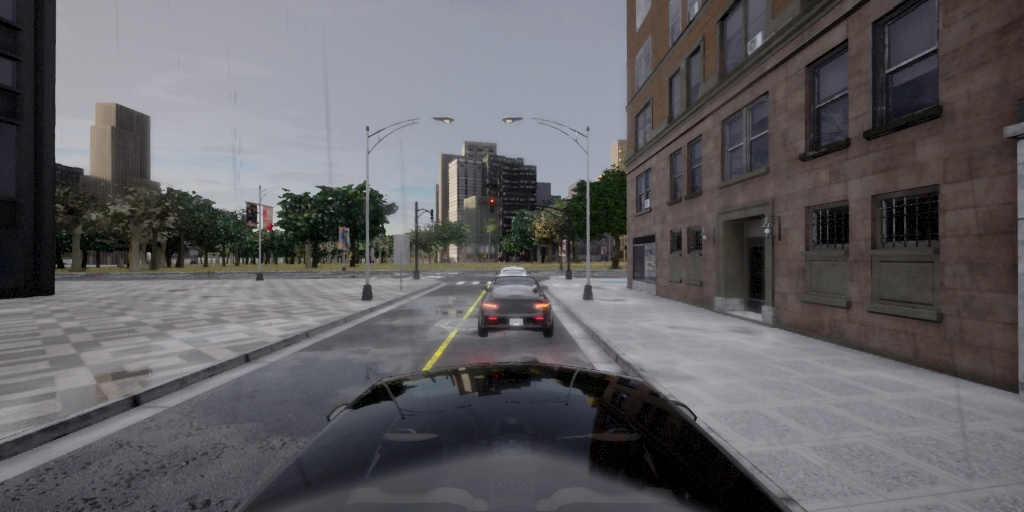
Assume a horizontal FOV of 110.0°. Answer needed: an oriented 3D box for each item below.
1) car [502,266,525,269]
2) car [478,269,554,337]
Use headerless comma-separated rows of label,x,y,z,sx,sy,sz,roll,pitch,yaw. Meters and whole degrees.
car,0.064,1.277,19.208,1.812,1.442,4.674,0,0,0
car,0.083,1.276,10.148,1.812,1.442,4.674,0,0,0
